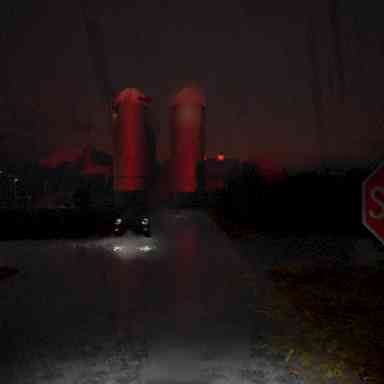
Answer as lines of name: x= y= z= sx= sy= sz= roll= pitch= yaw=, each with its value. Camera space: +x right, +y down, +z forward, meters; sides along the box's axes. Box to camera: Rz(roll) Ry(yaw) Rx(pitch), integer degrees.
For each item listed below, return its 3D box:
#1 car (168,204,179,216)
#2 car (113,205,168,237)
car: x=-2.850 y=2.462 z=45.090 sx=1.837 sy=1.490 sz=4.892 roll=0 pitch=2 yaw=0
car: x=-3.160 y=1.735 z=20.648 sx=2.097 sy=1.767 sz=4.553 roll=-1 pitch=-2 yaw=7
